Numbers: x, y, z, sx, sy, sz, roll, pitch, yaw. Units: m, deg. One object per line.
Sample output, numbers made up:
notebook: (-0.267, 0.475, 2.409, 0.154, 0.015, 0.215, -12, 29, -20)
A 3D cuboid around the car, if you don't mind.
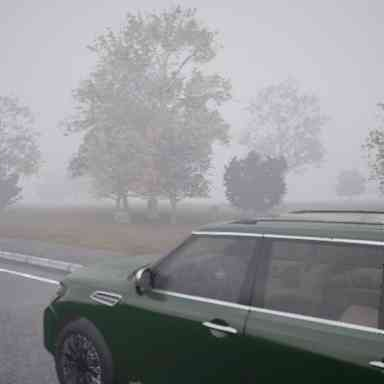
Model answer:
car: (0.888, 1.212, 3.266, 5.566, 2.045, 2.150, 0, 0, 35)
